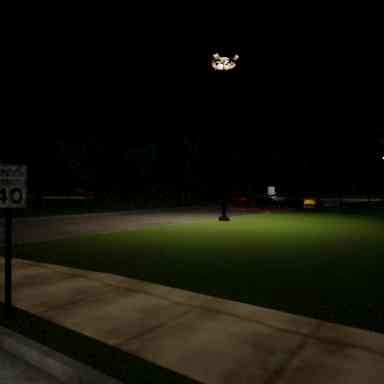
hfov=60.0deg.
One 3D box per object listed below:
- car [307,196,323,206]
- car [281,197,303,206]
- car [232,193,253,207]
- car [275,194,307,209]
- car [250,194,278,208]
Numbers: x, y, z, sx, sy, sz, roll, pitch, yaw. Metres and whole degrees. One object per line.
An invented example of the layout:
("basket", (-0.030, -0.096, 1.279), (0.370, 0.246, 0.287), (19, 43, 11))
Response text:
("car", (19.572, 1.443, 53.576), (1.882, 1.535, 5.008), (0, 0, 37))
("car", (16.792, 1.561, 55.702), (1.895, 1.301, 4.718), (0, 0, 37))
("car", (8.149, 1.178, 49.938), (2.150, 2.045, 5.566), (0, 0, 37))
("car", (13.641, 1.445, 45.600), (1.882, 1.535, 5.008), (0, 0, 38))
("car", (10.626, 1.466, 47.422), (1.837, 1.490, 4.892), (0, 0, 38))
